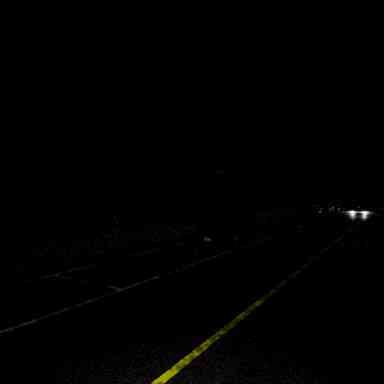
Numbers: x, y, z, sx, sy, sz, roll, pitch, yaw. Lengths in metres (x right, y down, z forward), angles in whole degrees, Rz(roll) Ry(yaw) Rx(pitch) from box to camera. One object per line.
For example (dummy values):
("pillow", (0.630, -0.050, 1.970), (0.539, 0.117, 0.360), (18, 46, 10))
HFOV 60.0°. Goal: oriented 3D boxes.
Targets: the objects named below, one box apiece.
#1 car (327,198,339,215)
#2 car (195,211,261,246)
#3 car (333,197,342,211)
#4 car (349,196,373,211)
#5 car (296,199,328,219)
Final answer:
("car", (13.420, 1.567, 34.167), (1.947, 1.339, 4.313), (0, 0, 32))
("car", (1.793, 1.566, 15.372), (1.947, 1.339, 4.313), (0, 0, 32))
("car", (16.326, 1.442, 38.865), (1.967, 1.590, 4.097), (0, 0, 32))
("car", (20.450, 1.569, 40.462), (1.994, 1.385, 4.181), (0, 0, 32))
("car", (10.513, 1.583, 29.468), (1.802, 1.307, 4.206), (0, 0, 32))
